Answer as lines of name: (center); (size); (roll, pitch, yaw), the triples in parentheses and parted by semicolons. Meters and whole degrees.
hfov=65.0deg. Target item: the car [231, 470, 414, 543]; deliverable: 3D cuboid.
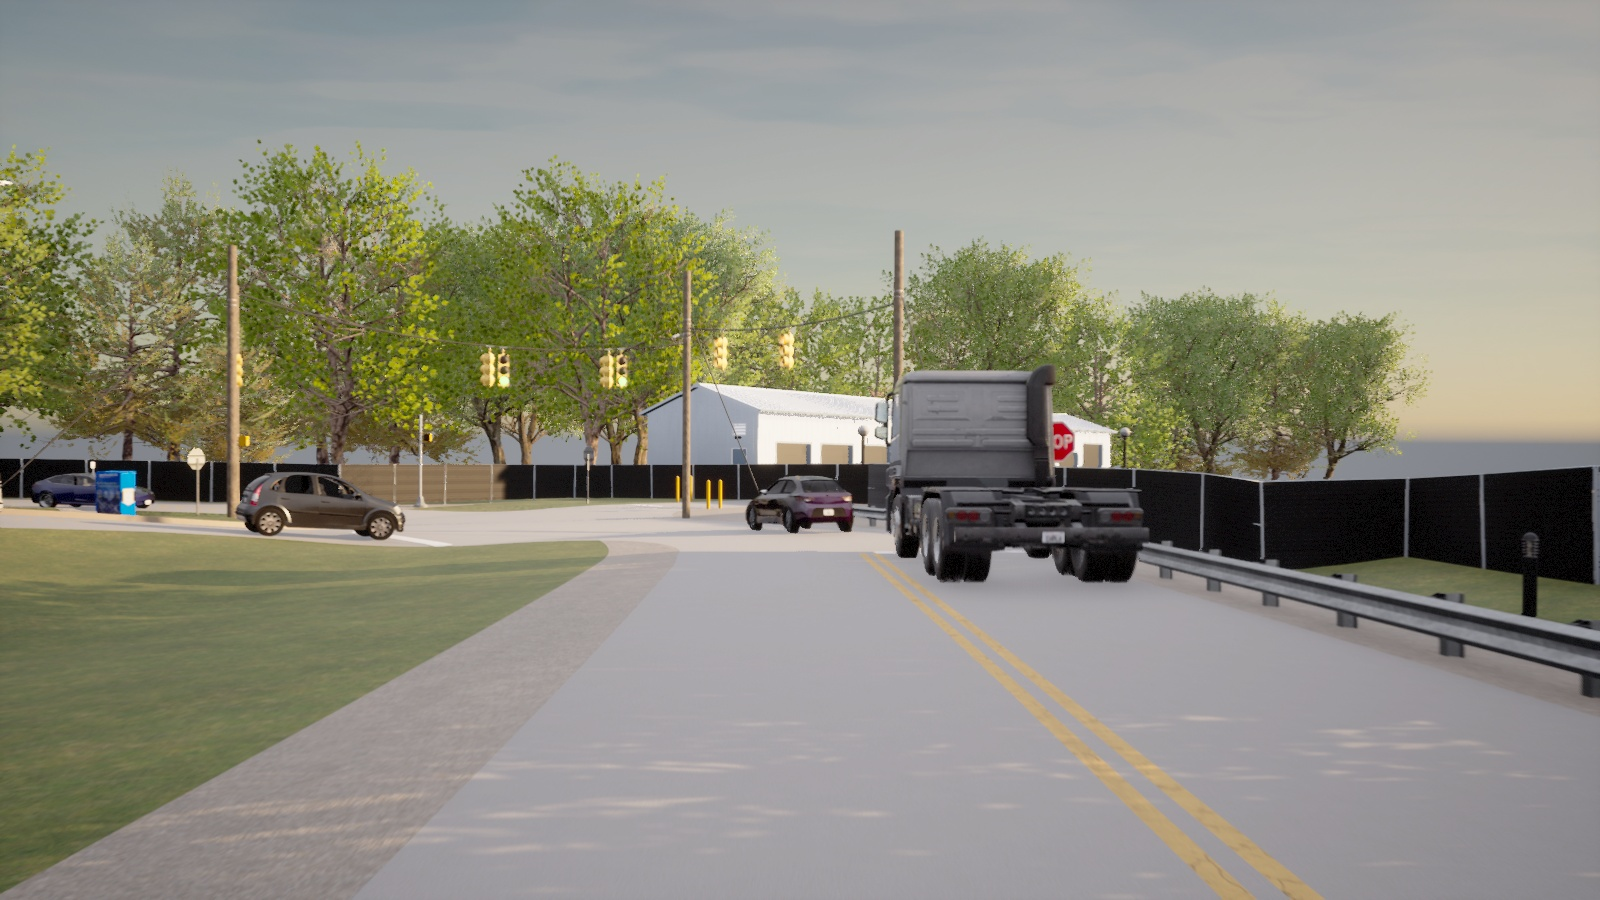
car: (-12.245, 1.461, 32.240); (3.988, 1.617, 1.851); (5, -2, -33)

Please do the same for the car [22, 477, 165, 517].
car: (-29.325, 1.941, 52.196); (4.792, 1.488, 2.163); (1, 1, 6)

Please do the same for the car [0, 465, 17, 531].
car: (-19.379, 0.965, 26.304); (1.812, 1.442, 4.674); (0, -2, 39)

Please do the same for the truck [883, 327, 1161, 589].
truck: (3.200, 0.162, 20.589); (2.891, 3.462, 7.936); (0, -1, -2)

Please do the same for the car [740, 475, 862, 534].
car: (-0.058, 1.450, 33.849); (1.816, 1.474, 4.193); (-1, -2, -22)
